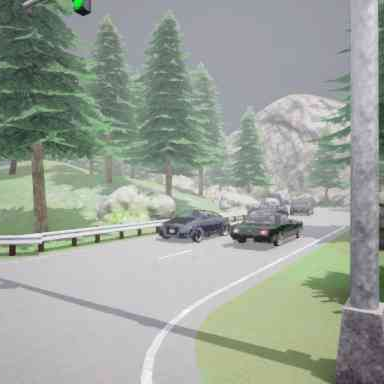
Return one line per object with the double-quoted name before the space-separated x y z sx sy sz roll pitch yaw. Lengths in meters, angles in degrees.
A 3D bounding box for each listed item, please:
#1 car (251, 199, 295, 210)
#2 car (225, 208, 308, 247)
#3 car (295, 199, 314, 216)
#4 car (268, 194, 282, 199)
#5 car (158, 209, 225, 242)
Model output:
"car" 5.706 1.507 24.895 2.128 1.511 4.902 0 0 34
"car" 3.570 1.640 15.170 1.895 1.301 4.718 0 0 34
"car" 11.145 1.522 33.544 1.837 1.490 4.892 0 0 27
"car" 12.442 1.319 56.244 5.566 2.045 2.150 0 -2 41
"car" 0.199 1.578 16.613 1.994 1.385 4.181 0 0 34
